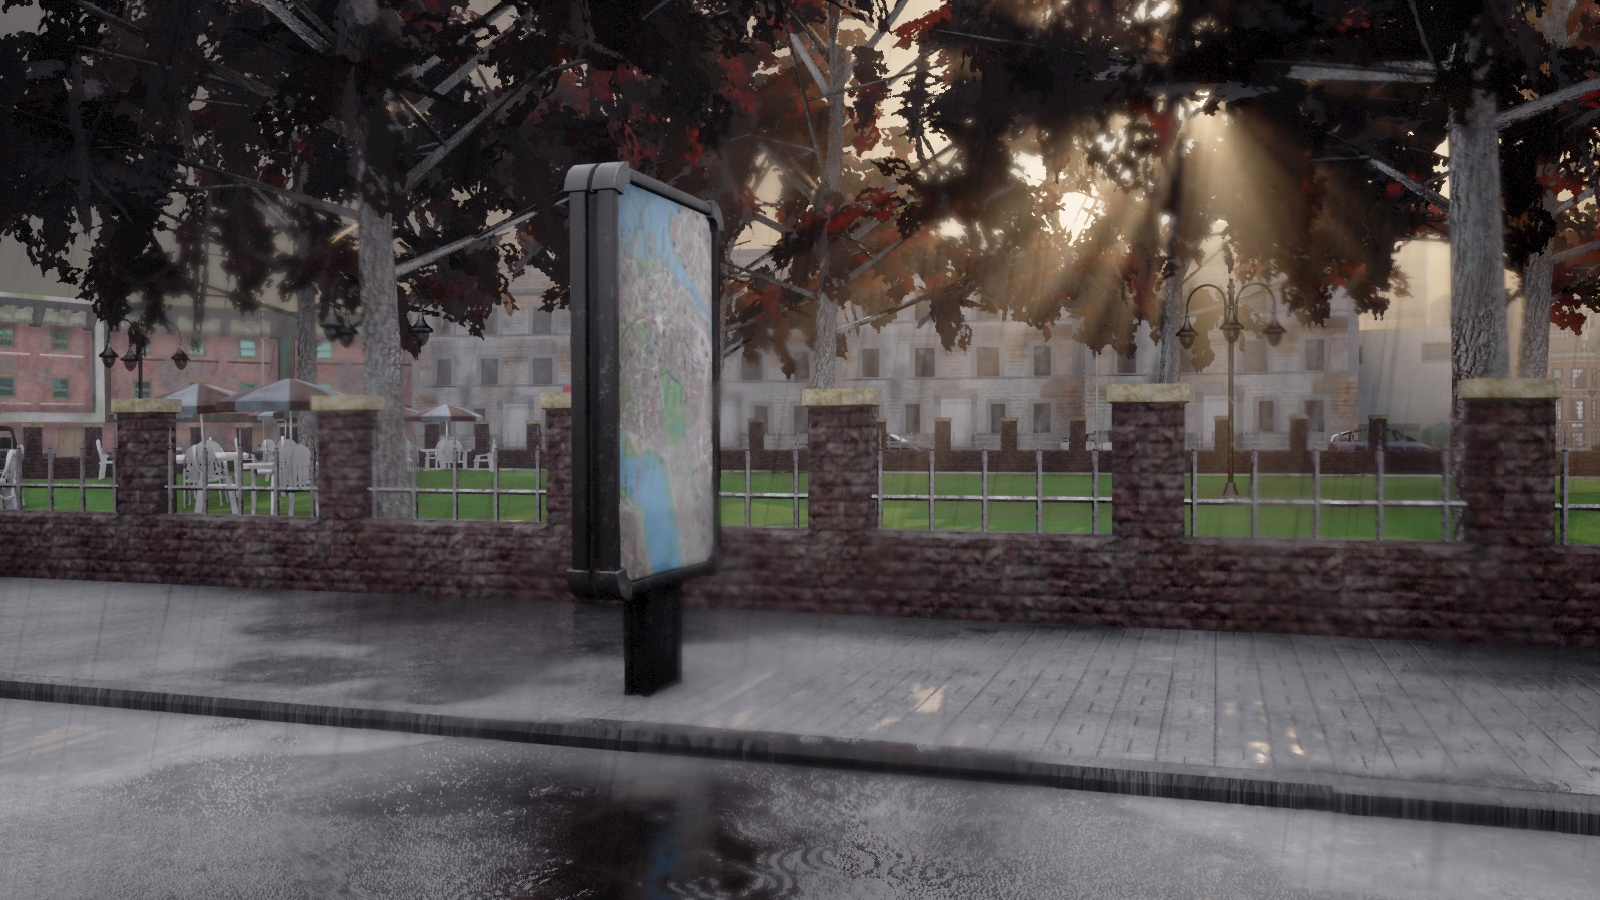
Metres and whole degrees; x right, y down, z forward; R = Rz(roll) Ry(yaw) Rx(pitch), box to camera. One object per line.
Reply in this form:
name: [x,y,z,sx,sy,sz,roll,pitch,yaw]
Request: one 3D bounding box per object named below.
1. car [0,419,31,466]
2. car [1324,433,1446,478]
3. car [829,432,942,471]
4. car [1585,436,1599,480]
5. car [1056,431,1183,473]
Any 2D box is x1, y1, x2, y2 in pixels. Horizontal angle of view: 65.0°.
car: [-32.650,-0.289,49.299,1.905,1.878,3.866,1,1,19]
car: [20.685,0.169,44.551,3.705,1.549,1.789,0,1,18]
car: [3.439,0.048,50.274,4.193,1.474,1.816,1,1,18]
car: [28.829,0.278,41.844,4.193,1.474,1.816,1,1,18]
car: [12.073,0.060,47.409,4.514,1.525,2.007,1,1,18]
